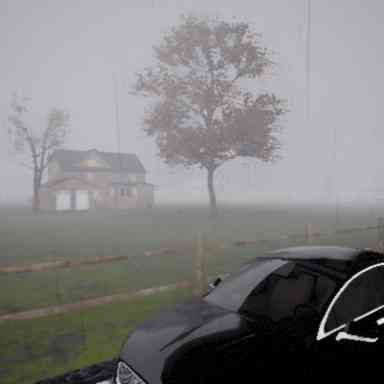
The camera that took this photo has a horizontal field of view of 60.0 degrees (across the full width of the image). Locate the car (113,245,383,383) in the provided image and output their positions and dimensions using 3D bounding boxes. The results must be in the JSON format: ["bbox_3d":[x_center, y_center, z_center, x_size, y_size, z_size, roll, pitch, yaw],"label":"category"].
[{"bbox_3d":[1.477,1.517,4.118,4.892,1.490,1.837,0,0,-36],"label":"car"}]
